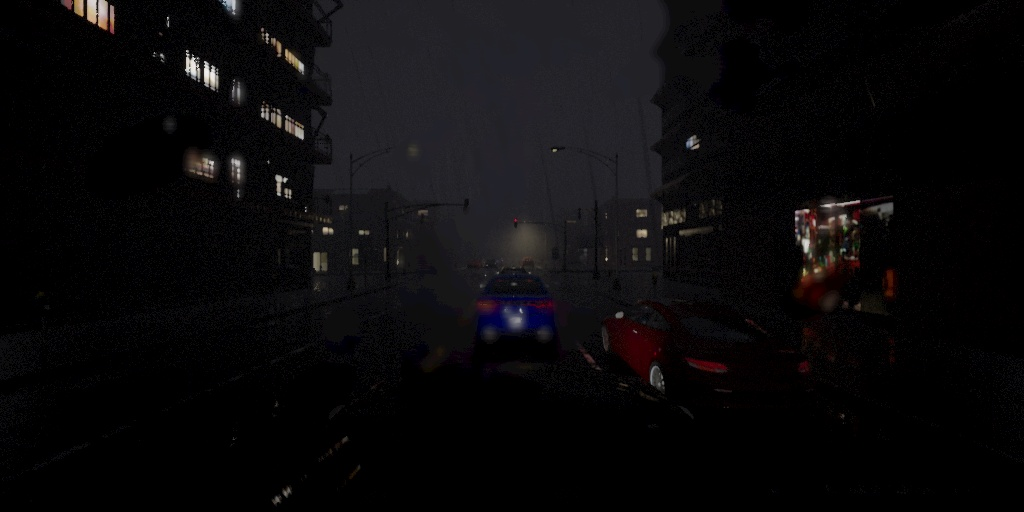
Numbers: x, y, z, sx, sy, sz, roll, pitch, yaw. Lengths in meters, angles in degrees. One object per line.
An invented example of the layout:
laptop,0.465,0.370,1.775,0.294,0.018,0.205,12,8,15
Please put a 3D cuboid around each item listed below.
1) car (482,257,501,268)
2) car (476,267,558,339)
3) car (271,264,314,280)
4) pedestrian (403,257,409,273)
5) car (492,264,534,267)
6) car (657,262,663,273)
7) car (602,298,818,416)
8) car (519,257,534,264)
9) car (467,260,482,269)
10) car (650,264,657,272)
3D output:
car,-3.097,1.252,54.231,1.837,1.490,4.892,0,0,0
car,0.099,1.224,10.046,1.882,1.535,5.008,0,0,0
car,-21.174,1.473,33.548,4.892,1.490,1.837,-1,0,0
pedestrian,-12.521,1.028,42.291,0.375,1.860,0.375,0,1,0
car,0.097,1.307,18.987,1.994,1.385,4.181,0,0,0
car,17.639,1.087,36.778,4.181,1.385,1.994,-1,0,0
car,2.689,1.330,5.806,1.802,1.307,4.207,0,0,0
car,2.676,1.066,60.558,2.192,1.841,5.009,0,0,0
car,-5.791,1.293,55.034,1.888,1.381,4.507,0,0,0
car,17.487,1.096,39.367,4.313,1.339,1.948,0,0,0
